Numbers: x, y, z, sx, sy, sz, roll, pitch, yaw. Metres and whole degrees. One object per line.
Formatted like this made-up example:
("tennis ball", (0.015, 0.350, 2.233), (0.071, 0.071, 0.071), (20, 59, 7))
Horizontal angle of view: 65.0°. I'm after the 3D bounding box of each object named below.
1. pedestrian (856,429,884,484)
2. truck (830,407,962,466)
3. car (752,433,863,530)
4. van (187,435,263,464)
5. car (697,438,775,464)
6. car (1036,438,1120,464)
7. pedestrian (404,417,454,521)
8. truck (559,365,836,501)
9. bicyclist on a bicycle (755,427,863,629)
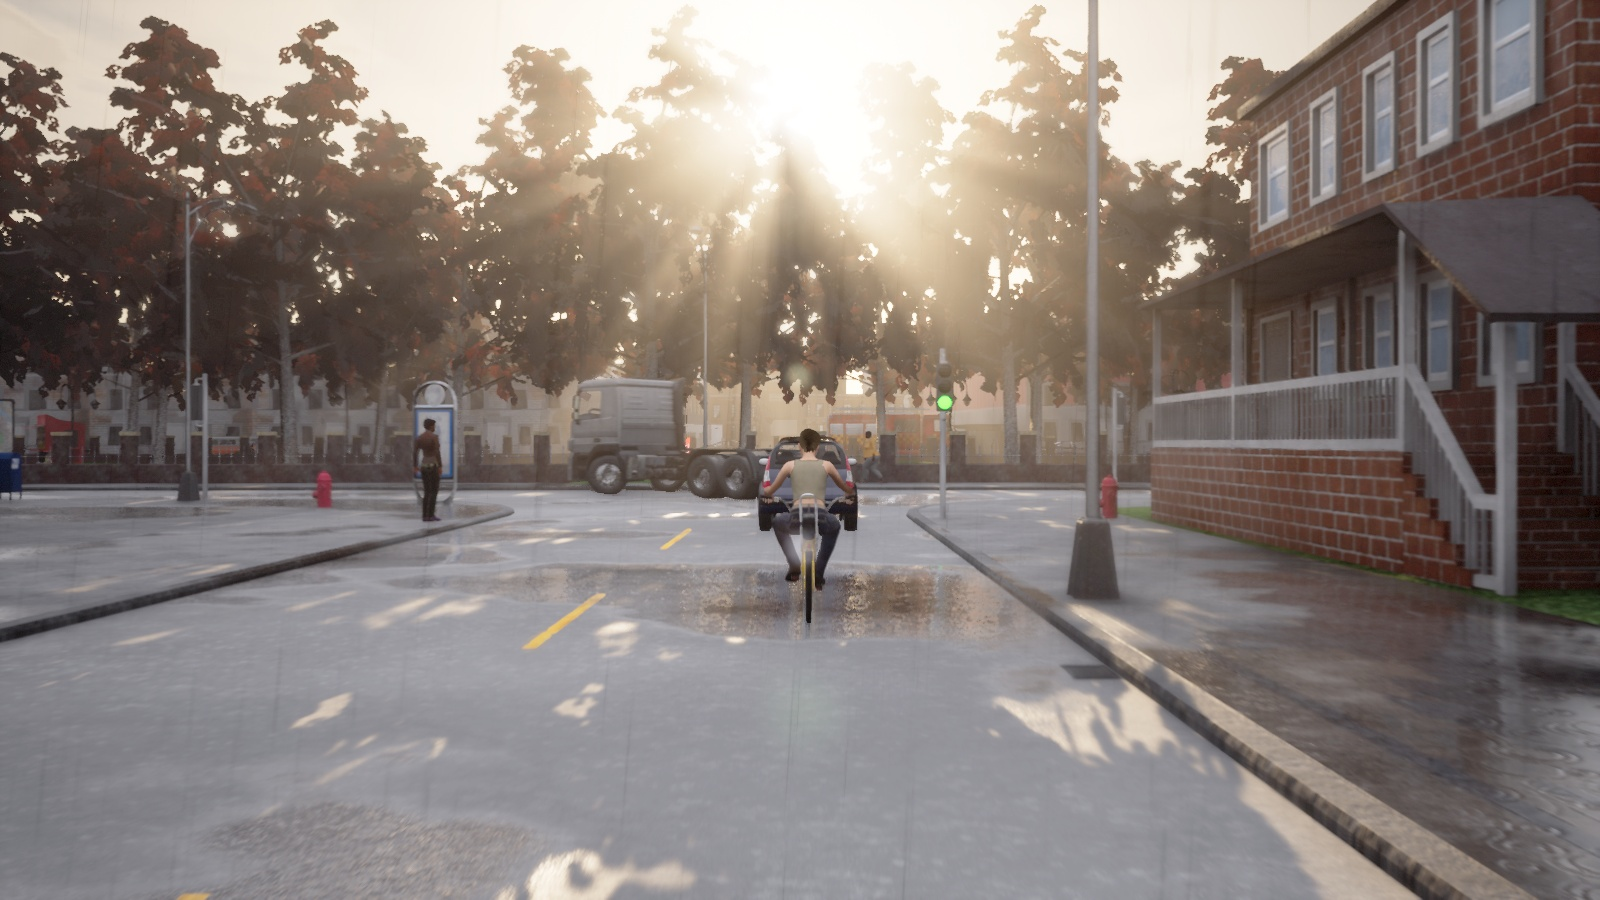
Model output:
("pedestrian", (2.360, 0.217, 42.699), (0.900, 1.855, 0.874), (0, 0, 0))
("truck", (6.227, -0.879, 82.620), (8.468, 3.827, 2.891), (0, 0, 0))
("car", (0.143, 0.515, 22.972), (1.851, 1.617, 3.988), (0, 0, 0))
("van", (-39.724, -0.022, 86.806), (4.442, 1.987, 1.775), (0, 0, 0))
("car", (-4.162, 0.056, 82.676), (5.027, 1.651, 2.152), (0, 0, 1))
("car", (18.263, 0.074, 82.567), (5.027, 1.651, 2.152), (0, 0, 0))
("pedestrian", (-6.537, 0.326, 22.144), (0.328, 1.805, 0.869), (0, 0, 30))
("truck", (-3.037, -0.439, 35.535), (7.936, 3.462, 2.891), (0, 0, 38))
("bicyclist on a bicycle", (0.075, 0.622, 10.783), (0.866, 1.612, 1.509), (0, 0, 0))
